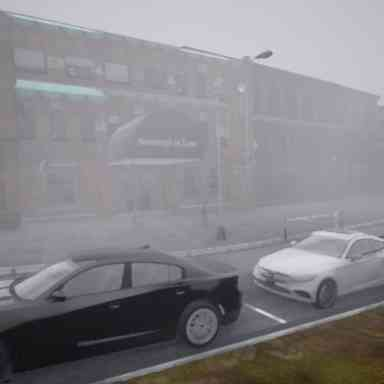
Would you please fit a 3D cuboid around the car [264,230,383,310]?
[{"bbox_3d":[3.721,1.757,8.623,4.674,1.452,2.002,0,2,-32],"label":"car"}]

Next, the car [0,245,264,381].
[{"bbox_3d":[-1.530,1.694,5.433,5.008,1.535,2.097,1,-1,-27],"label":"car"}]
